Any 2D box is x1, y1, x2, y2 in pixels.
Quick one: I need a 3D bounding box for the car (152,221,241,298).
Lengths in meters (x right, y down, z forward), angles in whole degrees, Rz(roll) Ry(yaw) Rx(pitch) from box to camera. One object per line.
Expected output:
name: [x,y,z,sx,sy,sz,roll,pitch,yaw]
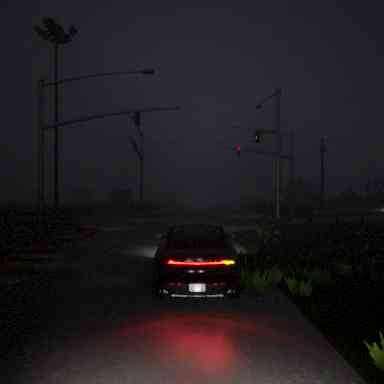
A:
car: [0.096,1.502,8.499,1.837,1.490,4.892,0,0,0]
